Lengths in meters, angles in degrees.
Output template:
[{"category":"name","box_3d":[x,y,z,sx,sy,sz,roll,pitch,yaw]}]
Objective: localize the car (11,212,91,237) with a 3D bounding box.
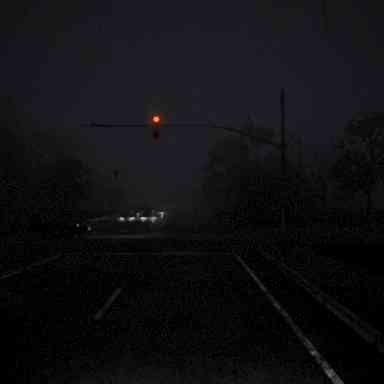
[{"category":"car","box_3d":[-8.987,2.074,21.378,4.902,1.511,2.128,0,-3,5]}]

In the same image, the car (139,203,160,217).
[{"category":"car","box_3d":[-7.069,3.255,55.601,2.097,1.767,4.553,0,-1,0]}]

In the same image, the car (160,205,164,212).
[{"category":"car","box_3d":[-7.007,3.503,70.736,1.812,1.442,4.674,0,0,0]}]

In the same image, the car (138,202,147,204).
[{"category":"car","box_3d":[-10.507,3.204,70.743,2.150,2.045,5.566,0,0,0]}]

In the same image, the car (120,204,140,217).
[{"category":"car","box_3d":[-10.567,3.255,55.597,2.097,1.767,4.553,0,-1,0]}]
